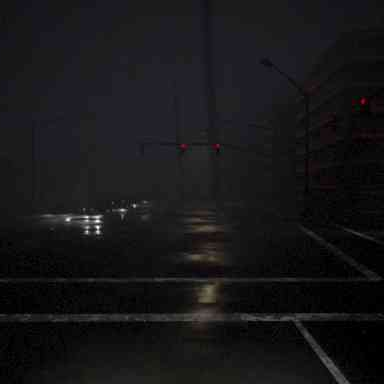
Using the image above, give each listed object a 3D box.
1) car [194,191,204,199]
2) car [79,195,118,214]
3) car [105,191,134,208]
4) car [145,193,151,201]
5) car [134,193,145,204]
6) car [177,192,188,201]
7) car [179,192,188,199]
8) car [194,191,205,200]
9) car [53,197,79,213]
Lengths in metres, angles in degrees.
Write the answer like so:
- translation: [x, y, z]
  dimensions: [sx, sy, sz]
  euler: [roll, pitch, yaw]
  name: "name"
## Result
- translation: [1.613, 0.556, 75.829]
  dimensions: [2.097, 1.767, 4.553]
  euler: [0, 1, 1]
  name: "car"
- translation: [-9.515, 1.369, 34.292]
  dimensions: [2.128, 1.511, 4.902]
  euler: [0, 1, 1]
  name: "car"
- translation: [-9.397, 1.106, 43.333]
  dimensions: [2.097, 1.767, 4.553]
  euler: [0, 1, 1]
  name: "car"
- translation: [-9.086, 0.948, 63.513]
  dimensions: [2.033, 1.411, 5.357]
  euler: [0, 1, 1]
  name: "car"
- translation: [-9.274, 1.132, 52.978]
  dimensions: [2.033, 1.411, 5.357]
  euler: [0, 1, 1]
  name: "car"
- translation: [-1.926, 0.917, 65.170]
  dimensions: [2.033, 1.411, 5.357]
  euler: [0, 1, 1]
  name: "car"
- translation: [-1.887, 0.742, 75.821]
  dimensions: [2.033, 1.411, 5.357]
  euler: [0, 1, 1]
  name: "car"
- translation: [1.581, 0.855, 65.439]
  dimensions: [2.128, 1.511, 4.902]
  euler: [0, 1, 1]
  name: "car"
- translation: [-13.003, 1.346, 35.359]
  dimensions: [1.882, 1.535, 5.008]
  euler: [0, 1, 1]
  name: "car"
